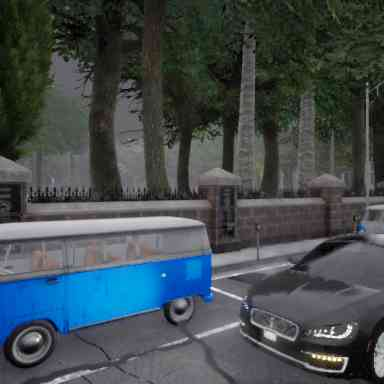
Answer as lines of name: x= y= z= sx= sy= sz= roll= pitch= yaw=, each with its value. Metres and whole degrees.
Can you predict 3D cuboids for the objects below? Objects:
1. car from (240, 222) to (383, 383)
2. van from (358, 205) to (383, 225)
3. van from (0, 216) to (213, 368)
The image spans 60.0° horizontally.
car: x=2.928 y=1.504 z=5.478 sx=4.892 sy=1.490 sz=1.837 roll=0 pitch=0 yaw=-36
van: x=7.672 y=1.337 z=12.037 sx=3.998 sy=1.788 sz=1.690 roll=0 pitch=0 yaw=-36
van: x=-1.529 y=1.341 z=5.450 sx=3.998 sy=1.788 sz=1.690 roll=0 pitch=0 yaw=-36
